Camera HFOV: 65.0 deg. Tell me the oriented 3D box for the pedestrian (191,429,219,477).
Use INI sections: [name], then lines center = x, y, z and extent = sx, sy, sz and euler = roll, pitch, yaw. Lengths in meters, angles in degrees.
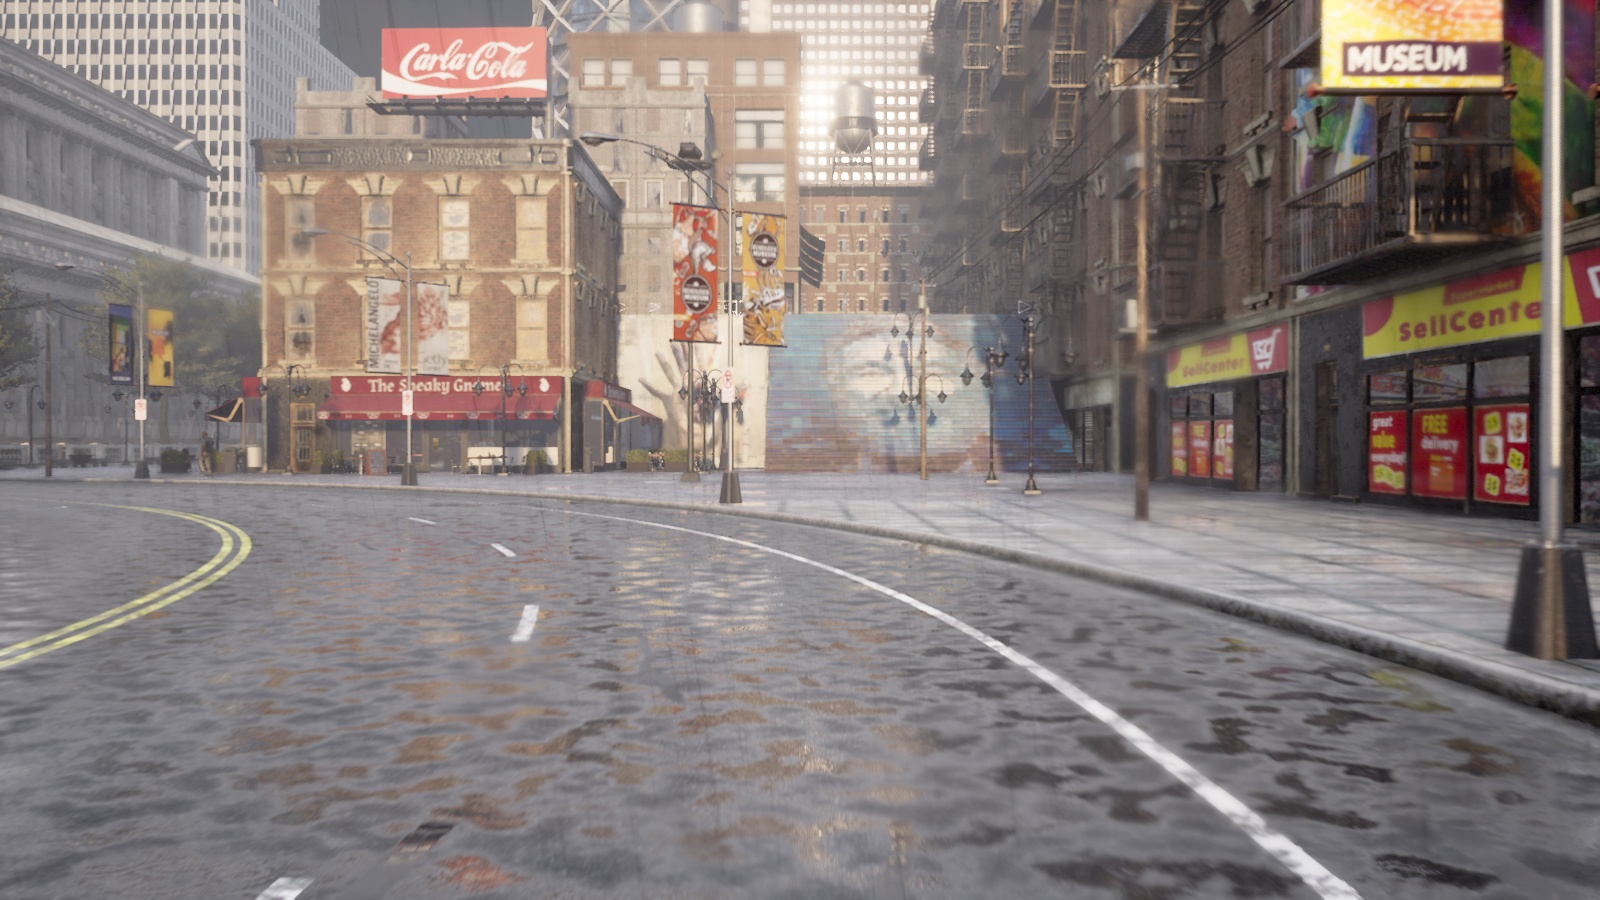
[pedestrian]
center = -23.609, 0.105, 49.810
extent = 0.849, 1.883, 0.563
euler = 0, 0, 17
